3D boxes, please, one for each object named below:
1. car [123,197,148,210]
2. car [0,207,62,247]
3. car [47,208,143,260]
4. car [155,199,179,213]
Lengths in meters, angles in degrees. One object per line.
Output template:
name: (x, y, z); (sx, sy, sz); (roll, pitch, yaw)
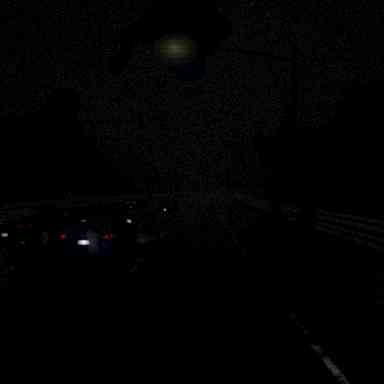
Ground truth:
car: (-5.829, 1.233, 34.786); (2.128, 1.511, 4.902); (0, 0, 3)
car: (-6.673, 1.379, 14.483); (1.882, 1.535, 5.008); (0, 0, 1)
car: (-3.226, 1.483, 12.064); (1.994, 1.385, 4.181); (0, 0, 1)
car: (-2.412, 1.355, 33.335); (1.895, 1.301, 4.718); (0, 0, 3)
